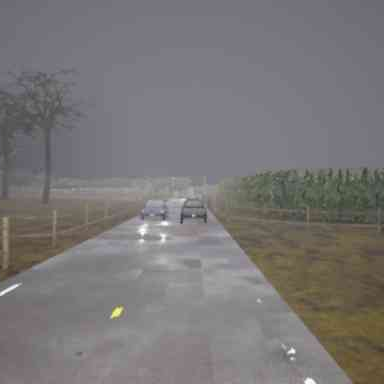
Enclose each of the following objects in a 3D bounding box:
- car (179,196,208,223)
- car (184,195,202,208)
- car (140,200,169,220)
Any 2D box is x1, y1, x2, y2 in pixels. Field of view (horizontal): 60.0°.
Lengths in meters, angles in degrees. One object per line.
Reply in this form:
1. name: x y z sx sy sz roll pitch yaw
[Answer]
1. car: 0.104 1.310 23.927 2.128 1.511 4.902 0 1 0
2. car: 0.109 1.196 42.370 2.128 1.511 4.902 0 0 0
3. car: -2.780 1.330 25.638 1.812 1.442 4.674 0 0 0
